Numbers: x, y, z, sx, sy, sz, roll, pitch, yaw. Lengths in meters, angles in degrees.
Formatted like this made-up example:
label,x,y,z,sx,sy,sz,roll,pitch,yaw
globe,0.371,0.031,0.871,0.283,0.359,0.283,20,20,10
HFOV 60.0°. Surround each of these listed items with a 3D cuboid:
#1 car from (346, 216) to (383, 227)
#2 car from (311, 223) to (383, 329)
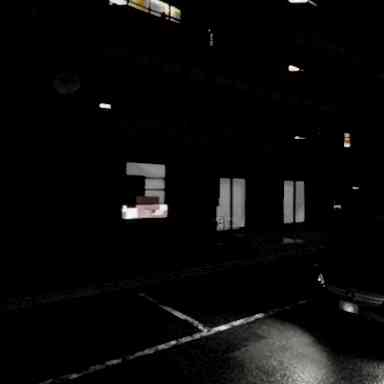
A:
label,x,y,z,sx,sy,sz,roll,pitch,yaw
car,6.264,1.500,11.001,4.313,1.339,1.947,0,1,-35
car,4.300,1.484,6.425,4.674,1.442,1.812,0,0,-35
